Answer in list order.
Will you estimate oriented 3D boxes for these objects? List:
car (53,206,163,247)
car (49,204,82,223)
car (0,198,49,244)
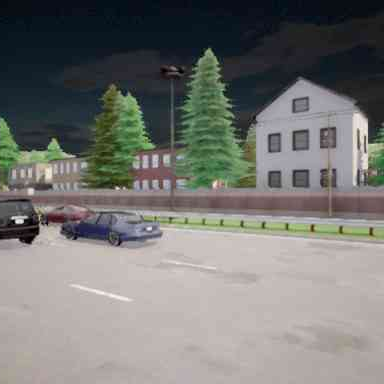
[{"bbox_3d":[-3.814,1.584,15.308,5.357,1.411,2.033,0,0,36],"label":"car"},{"bbox_3d":[-8.496,1.587,22.944,4.674,1.442,1.812,0,0,36],"label":"car"},{"bbox_3d":[-9.008,1.269,14.718,5.566,2.045,2.150,0,0,36],"label":"car"}]
